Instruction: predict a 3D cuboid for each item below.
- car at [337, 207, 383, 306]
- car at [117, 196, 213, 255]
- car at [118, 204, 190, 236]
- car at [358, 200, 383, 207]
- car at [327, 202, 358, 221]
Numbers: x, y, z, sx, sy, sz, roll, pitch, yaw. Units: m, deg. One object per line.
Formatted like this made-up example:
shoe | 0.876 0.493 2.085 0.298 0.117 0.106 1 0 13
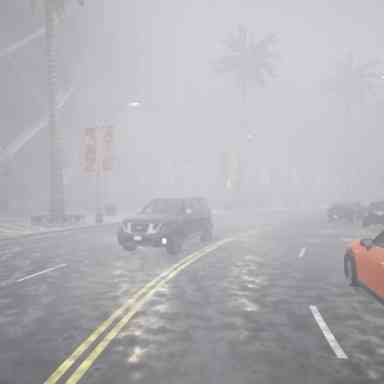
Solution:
car | 4.506 1.351 6.302 2.097 1.767 4.553 0 0 10
car | -0.825 1.221 13.902 2.150 2.045 5.566 0 0 22
car | -2.003 1.526 19.273 1.812 1.442 4.674 0 0 28
car | 12.724 1.352 21.459 2.097 1.767 4.553 0 0 43
car | 12.255 1.505 25.630 4.892 1.490 1.837 0 0 -40
